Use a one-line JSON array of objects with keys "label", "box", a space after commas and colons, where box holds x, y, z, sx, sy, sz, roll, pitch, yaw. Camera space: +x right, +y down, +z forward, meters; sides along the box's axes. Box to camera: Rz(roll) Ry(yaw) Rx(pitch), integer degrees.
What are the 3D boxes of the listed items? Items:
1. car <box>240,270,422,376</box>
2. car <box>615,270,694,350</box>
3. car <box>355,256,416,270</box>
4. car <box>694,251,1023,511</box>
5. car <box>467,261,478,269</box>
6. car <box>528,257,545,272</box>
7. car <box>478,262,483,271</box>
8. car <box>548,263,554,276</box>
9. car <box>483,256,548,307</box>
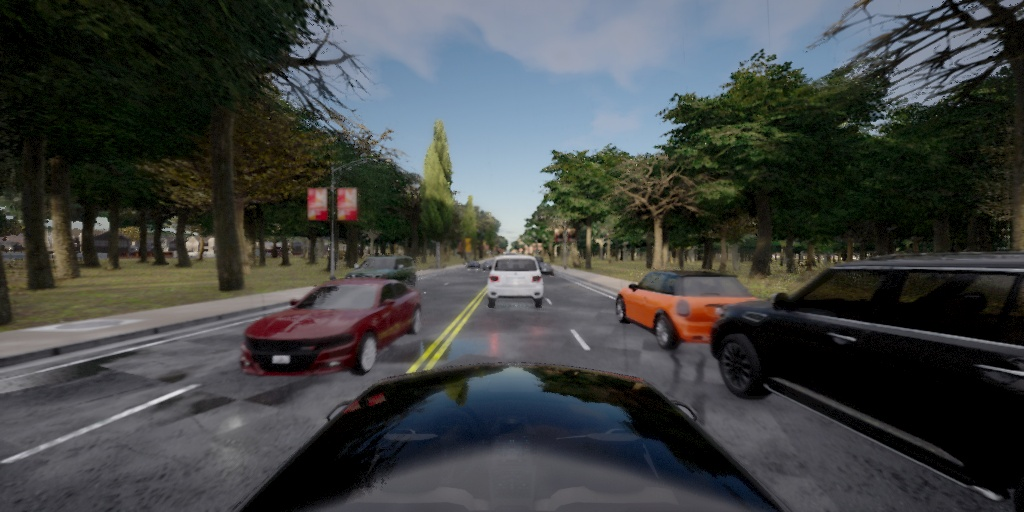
[{"label": "car", "box": [-3.339, 1.233, 7.695, 1.882, 1.535, 5.008, 0, 0, 0]}, {"label": "car", "box": [4.240, 1.129, 9.302, 2.097, 1.767, 4.553, 0, 0, 0]}, {"label": "car", "box": [-6.567, 0.995, 18.539, 2.150, 2.045, 5.566, 0, 0, 1]}, {"label": "car", "box": [4.224, 0.989, 3.361, 2.150, 2.045, 5.566, 0, 0, 0]}, {"label": "car", "box": [-6.368, 1.451, 60.217, 1.994, 1.385, 4.181, 0, 0, 1]}, {"label": "car", "box": [3.398, 1.106, 50.730, 2.150, 2.045, 5.566, 0, 0, 0]}, {"label": "car", "box": [-3.166, 1.360, 51.201, 2.128, 1.511, 4.902, 0, 0, 1]}, {"label": "car", "box": [3.444, 1.415, 39.562, 1.994, 1.385, 4.181, 0, 0, 0]}, {"label": "car", "box": [0.138, 1.005, 15.768, 2.150, 2.045, 5.566, 0, 0, 0]}]
